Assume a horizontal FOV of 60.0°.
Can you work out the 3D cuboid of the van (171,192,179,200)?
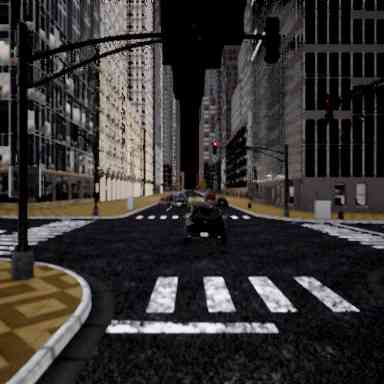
[{"bbox_3d":[-4.286,0.959,83.287,1.690,1.788,3.998,0,0,0],"label":"van"}]

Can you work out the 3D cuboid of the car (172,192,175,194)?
[{"bbox_3d":[-4.191,1.274,66.706,1.947,1.339,4.313,0,0,0],"label":"car"}]

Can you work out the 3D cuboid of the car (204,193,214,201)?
[{"bbox_3d":[3.658,1.117,72.278,1.967,1.590,4.097,0,0,0],"label":"car"}]

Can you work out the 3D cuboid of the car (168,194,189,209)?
[{"bbox_3d":[-1.581,1.317,43.178,2.128,1.511,4.902,0,0,0],"label":"car"}]

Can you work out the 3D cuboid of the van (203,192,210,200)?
[{"bbox_3d":[3.595,0.958,83.332,1.690,1.788,3.998,0,0,0],"label":"van"}]

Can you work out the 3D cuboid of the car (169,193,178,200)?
[{"bbox_3d":[-4.254,1.088,77.761,1.967,1.590,4.097,0,0,0],"label":"car"}]

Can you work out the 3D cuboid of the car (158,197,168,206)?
[{"bbox_3d":[-4.097,1.374,50.123,1.802,1.307,4.206,0,0,0],"label":"car"}]

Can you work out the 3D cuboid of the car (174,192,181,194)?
[{"bbox_3d":[-1.639,1.235,59.867,2.128,1.511,4.902,0,0,0],"label":"car"}]

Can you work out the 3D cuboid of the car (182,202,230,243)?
[{"bbox_3d":[0.716,1.468,15.995,1.837,1.490,4.892,1,0,5],"label":"car"}]

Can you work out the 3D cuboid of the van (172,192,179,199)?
[{"bbox_3d":[-4.317,0.929,88.815,1.690,1.788,3.998,0,0,0],"label":"van"}]

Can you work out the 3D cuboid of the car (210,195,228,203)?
[{"bbox_3d":[3.864,1.384,44.642,1.947,1.339,4.313,0,0,0],"label":"car"}]

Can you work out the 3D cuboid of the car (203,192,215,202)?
[{"bbox_3d":[3.689,1.022,66.749,2.192,1.841,5.009,0,0,0],"label":"car"}]
